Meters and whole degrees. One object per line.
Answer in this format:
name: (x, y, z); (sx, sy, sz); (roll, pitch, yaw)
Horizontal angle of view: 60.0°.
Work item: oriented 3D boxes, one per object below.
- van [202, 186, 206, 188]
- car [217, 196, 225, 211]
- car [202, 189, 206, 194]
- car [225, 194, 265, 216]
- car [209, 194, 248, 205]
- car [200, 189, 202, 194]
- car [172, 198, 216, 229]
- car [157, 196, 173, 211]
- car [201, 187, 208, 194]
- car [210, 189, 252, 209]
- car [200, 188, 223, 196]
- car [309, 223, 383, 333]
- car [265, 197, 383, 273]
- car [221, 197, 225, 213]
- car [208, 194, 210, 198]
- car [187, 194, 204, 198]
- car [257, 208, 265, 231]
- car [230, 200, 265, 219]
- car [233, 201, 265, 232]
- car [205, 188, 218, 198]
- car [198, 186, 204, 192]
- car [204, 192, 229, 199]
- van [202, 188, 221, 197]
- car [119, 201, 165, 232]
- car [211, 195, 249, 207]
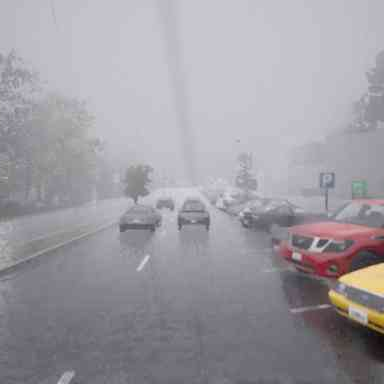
van: (5.187, 0.310, 74.782); (4.442, 1.987, 1.878); (0, 1, -20)
car: (5.098, 1.351, 29.765); (4.792, 1.488, 2.163); (1, 0, -20)
car: (5.049, 0.743, 65.763); (4.792, 1.488, 2.163); (0, 1, -20)
car: (5.104, 1.243, 23.750); (4.553, 1.767, 2.185); (1, 1, -20)
car: (5.245, 1.066, 47.836); (5.366, 1.575, 1.946); (0, 1, -20)
car: (5.070, 0.477, 77.726); (4.892, 1.521, 2.231); (0, 1, -20)
car: (0.101, 1.391, 20.612); (2.128, 1.511, 4.902); (0, 0, 0)
car: (-2.898, 1.258, 37.005); (1.837, 1.490, 4.892); (0, 1, 0)
car: (5.047, 0.469, 71.750); (4.553, 1.767, 2.185); (0, 1, -20)
car: (5.101, 1.041, 32.761); (5.566, 2.045, 2.435); (1, 1, -20)
car: (5.106, 0.046, 86.684); (5.566, 2.045, 2.435); (0, 1, -20)
car: (4.896, 1.445, 5.668); (5.366, 1.575, 1.946); (1, 1, -20)
car: (5.050, 1.184, 8.718); (5.566, 2.045, 2.435); (1, 1, -20)
car: (5.075, 1.391, 26.740); (4.674, 1.452, 2.002); (1, 1, -20)
car: (4.901, 1.253, 35.691); (5.366, 1.575, 1.946); (1, 1, -20)
car: (0.103, 1.258, 36.959); (1.837, 1.490, 4.892); (0, 1, 0)
car: (5.045, 1.451, 11.723); (4.792, 1.488, 2.163); (1, 0, -20)
car: (5.074, 1.425, 20.740); (4.674, 1.452, 2.002); (1, 1, -20)
car: (5.064, 1.399, 17.740); (5.008, 1.535, 2.097); (1, 0, -20)
car: (5.051, 0.923, 41.740); (5.566, 2.045, 2.435); (0, 1, -20)
car: (5.054, 0.166, 80.688); (5.566, 2.045, 2.435); (0, 1, -20)
car: (5.070, 0.693, 68.781); (4.674, 1.452, 2.002); (0, 1, -20)
van: (4.971, 0.131, 83.642); (4.442, 1.987, 1.878); (0, 1, -20)
car: (-2.899, 1.469, 19.361); (1.994, 1.385, 4.181); (0, 0, 0)
car: (5.078, 1.161, 44.764); (4.674, 1.452, 2.002); (0, 1, -20)
